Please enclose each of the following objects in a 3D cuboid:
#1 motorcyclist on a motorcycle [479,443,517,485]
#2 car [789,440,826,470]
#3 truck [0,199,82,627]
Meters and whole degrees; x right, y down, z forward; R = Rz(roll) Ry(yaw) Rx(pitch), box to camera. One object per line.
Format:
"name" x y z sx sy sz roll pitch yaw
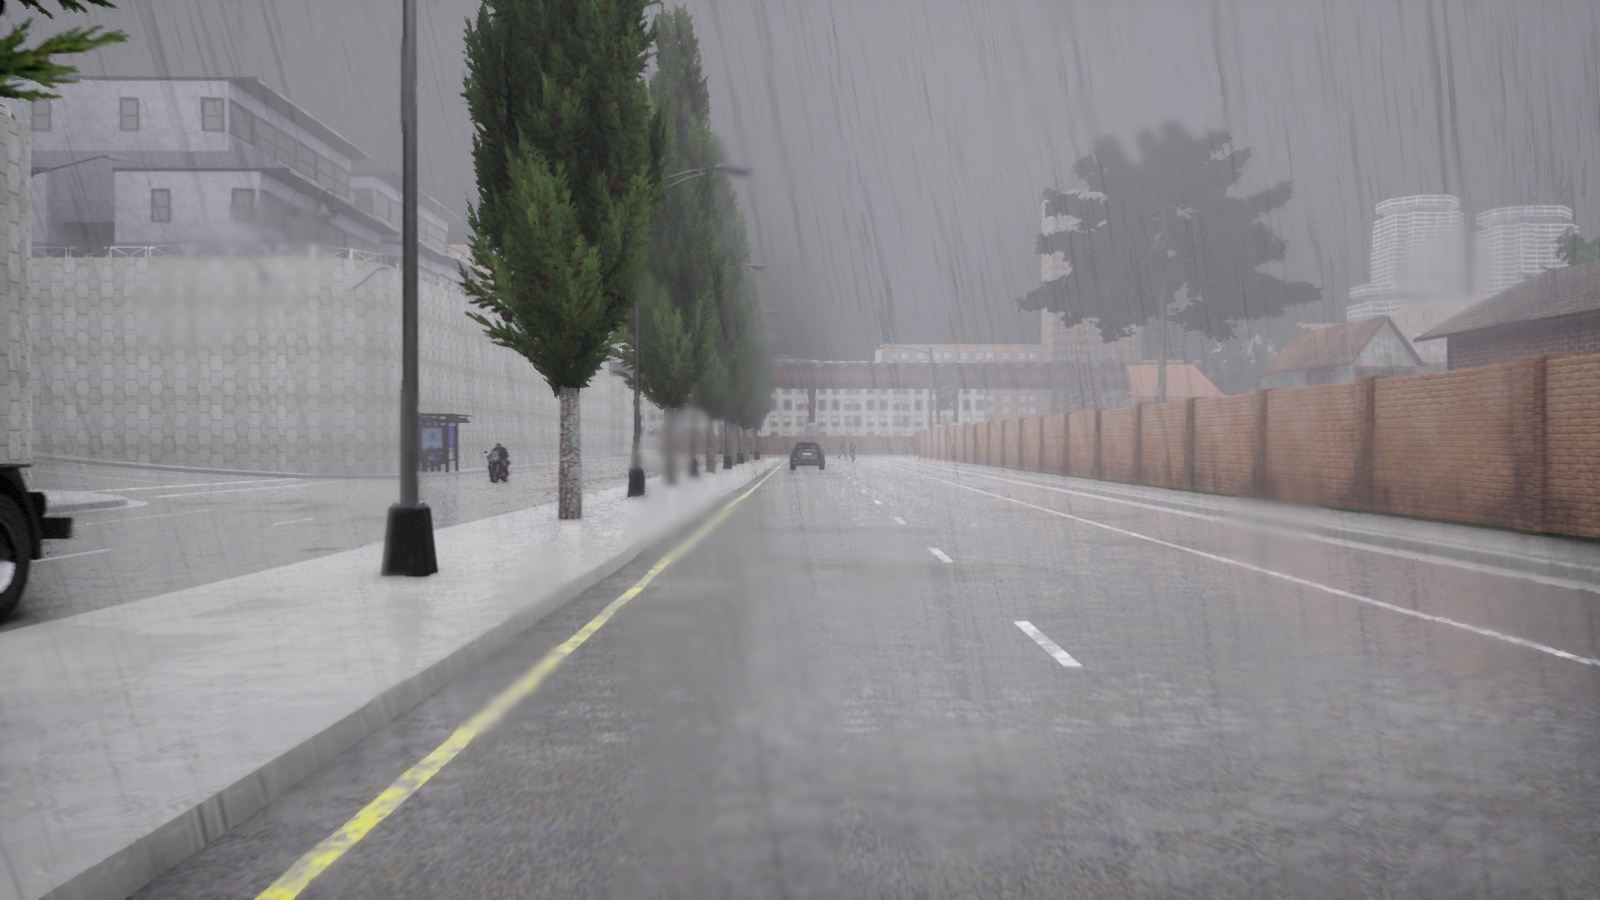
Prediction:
"motorcyclist on a motorcycle" -11.219 0.495 46.656 0.866 1.530 2.191 0 0 0
"car" 0.422 0.274 71.483 2.033 1.649 4.856 0 0 0
"truck" -7.942 -0.283 7.362 2.891 3.462 7.936 0 0 0
